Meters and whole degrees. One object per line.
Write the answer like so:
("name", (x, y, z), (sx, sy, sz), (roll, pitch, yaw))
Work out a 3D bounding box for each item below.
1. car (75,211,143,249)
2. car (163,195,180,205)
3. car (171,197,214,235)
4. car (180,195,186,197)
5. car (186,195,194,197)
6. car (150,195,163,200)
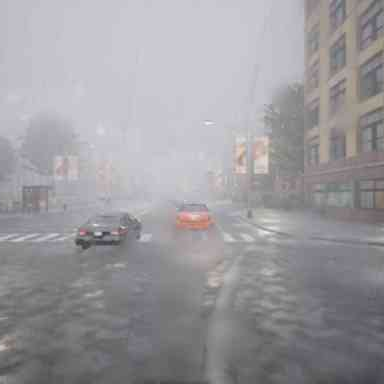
("car", (-3.404, 1.555, 14.533), (2.033, 1.411, 5.357), (0, 0, 0))
("car", (-3.506, 1.631, 58.172), (1.895, 1.301, 4.718), (0, 0, 0))
("car", (0.096, 1.362, 19.108), (2.097, 1.767, 4.553), (0, 0, 0))
("car", (-3.215, 1.635, 76.580), (1.895, 1.301, 4.718), (0, 0, 7))
("car", (-1.801, 1.601, 93.650), (1.994, 1.385, 4.181), (0, 0, 24))
("car", (-9.917, 1.567, 91.383), (2.002, 1.452, 4.674), (0, 0, 20))
